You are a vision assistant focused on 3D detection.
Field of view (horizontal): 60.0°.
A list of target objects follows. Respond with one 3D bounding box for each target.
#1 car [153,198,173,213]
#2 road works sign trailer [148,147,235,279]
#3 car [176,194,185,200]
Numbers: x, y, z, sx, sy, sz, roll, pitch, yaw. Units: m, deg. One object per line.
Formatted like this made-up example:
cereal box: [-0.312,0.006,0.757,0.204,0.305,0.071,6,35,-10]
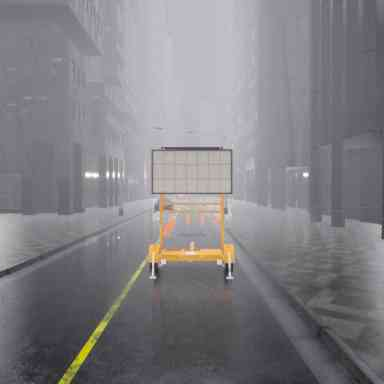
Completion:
car: [-3.118,1.467,36.608,1.837,1.490,4.892,0,0,0]
road works sign trailer: [0.003,0.459,10.014,2.380,3.560,2.880,0,0,1]
car: [-3.040,1.060,88.682,2.150,2.045,5.566,0,0,0]
